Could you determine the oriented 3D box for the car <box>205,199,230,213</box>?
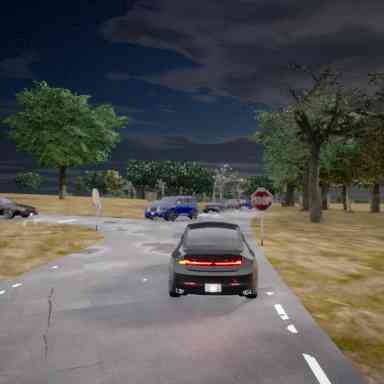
[{"bbox_3d":[2.808,1.859,39.896,2.033,1.411,5.357,0,-1,16],"label":"car"}]

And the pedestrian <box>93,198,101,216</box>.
[{"bbox_3d":[-8.095,1.099,28.436,0.375,1.860,0.375,0,-4,7],"label":"pedestrian"}]

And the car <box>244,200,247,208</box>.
[{"bbox_3d":[9.933,2.215,64.772,1.882,1.535,5.008,0,-1,15],"label":"car"}]

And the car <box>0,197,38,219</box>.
[{"bbox_3d":[-13.378,1.009,22.651,5.357,1.411,2.033,2,-1,8],"label":"car"}]

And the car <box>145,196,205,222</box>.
[{"bbox_3d":[-1.532,1.355,27.983,2.150,2.045,5.566,1,-1,32],"label":"car"}]

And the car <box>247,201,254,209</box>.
[{"bbox_3d":[10.756,2.045,55.711,1.882,1.535,5.008,0,-1,15],"label":"car"}]

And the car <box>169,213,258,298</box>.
[{"bbox_3d":[0.529,1.510,8.513,1.837,1.490,4.892,0,0,3],"label":"car"}]

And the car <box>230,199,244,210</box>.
[{"bbox_3d":[6.488,1.869,52.345,2.097,1.767,4.553,0,-1,16],"label":"car"}]
